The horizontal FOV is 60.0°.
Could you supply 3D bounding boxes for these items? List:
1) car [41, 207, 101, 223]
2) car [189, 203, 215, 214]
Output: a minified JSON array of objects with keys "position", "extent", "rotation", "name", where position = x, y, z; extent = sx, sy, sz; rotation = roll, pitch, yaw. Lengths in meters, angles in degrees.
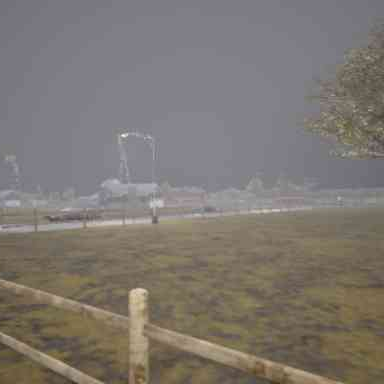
[{"position":[-11.046,2.096,30.894],"extent":[2.033,1.411,5.357],"rotation":[-2,-2,36],"name":"car"},{"position":[1.507,2.418,48.405],"extent":[1.837,1.490,4.892],"rotation":[-2,-2,36],"name":"car"}]
